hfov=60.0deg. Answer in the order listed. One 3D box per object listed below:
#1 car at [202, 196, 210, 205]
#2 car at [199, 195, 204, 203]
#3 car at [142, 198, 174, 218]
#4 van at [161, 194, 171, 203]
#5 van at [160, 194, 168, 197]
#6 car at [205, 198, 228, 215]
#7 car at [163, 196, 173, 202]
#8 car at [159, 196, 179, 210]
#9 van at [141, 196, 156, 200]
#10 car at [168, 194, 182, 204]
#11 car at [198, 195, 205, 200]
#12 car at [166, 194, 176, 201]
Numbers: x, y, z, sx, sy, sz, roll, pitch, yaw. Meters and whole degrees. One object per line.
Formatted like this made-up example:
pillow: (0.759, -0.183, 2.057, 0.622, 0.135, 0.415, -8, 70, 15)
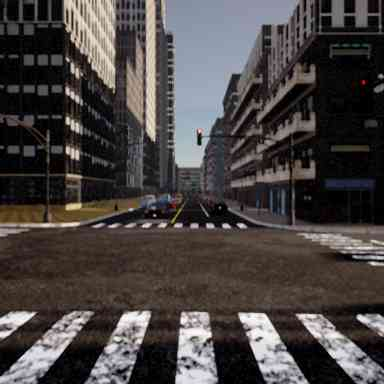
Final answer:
car: (2.720, 1.558, 44.232, 1.887, 1.381, 4.507, 0, 0, 0)
car: (2.732, 1.572, 61.195, 2.008, 1.369, 4.403, 0, 0, 0)
car: (-3.079, 1.555, 30.143, 2.033, 1.411, 5.357, 0, 0, 0)
van: (-5.641, 1.368, 72.508, 1.690, 1.788, 3.998, 0, 0, 0)
van: (-5.645, 1.365, 66.854, 1.690, 1.788, 3.998, 0, 0, 0)
car: (2.713, 1.575, 34.265, 1.947, 1.339, 4.313, 0, 0, 0)
car: (-5.636, 1.581, 78.163, 2.008, 1.369, 4.403, 0, 0, 0)
car: (-3.063, 1.613, 43.644, 1.895, 1.301, 4.718, 0, 0, 0)
van: (-5.661, 1.354, 44.237, 1.690, 1.788, 3.998, 0, 0, 0)
car: (-2.966, 1.373, 63.413, 2.097, 1.767, 4.553, 0, 0, 0)
car: (2.756, 1.607, 95.120, 1.947, 1.339, 4.313, 0, 0, 0)
car: (-5.629, 1.353, 89.472, 2.192, 1.841, 5.009, 0, 0, 0)
